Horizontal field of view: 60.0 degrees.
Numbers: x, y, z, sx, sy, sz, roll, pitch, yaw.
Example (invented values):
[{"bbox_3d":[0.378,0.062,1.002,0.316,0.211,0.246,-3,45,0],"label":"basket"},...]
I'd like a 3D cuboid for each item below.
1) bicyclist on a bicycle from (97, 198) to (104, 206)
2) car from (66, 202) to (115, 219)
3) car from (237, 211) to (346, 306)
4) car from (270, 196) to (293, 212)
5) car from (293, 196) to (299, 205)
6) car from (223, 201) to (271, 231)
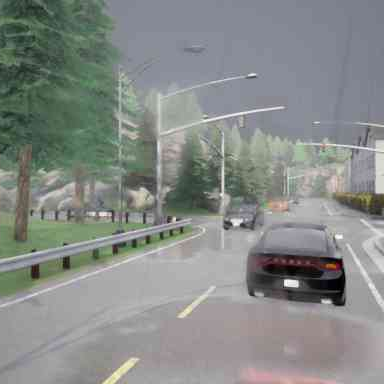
[{"bbox_3d":[-10.098,1.417,36.692,0.582,1.620,1.656,-2,5,20],"label":"bicyclist on a bicycle"},{"bbox_3d":[-8.744,1.579,28.671,4.181,1.385,1.994,0,0,20],"label":"car"},{"bbox_3d":[2.648,1.478,8.243,1.882,1.535,5.008,0,0,21],"label":"car"},{"bbox_3d":[10.320,1.352,38.988,2.097,1.767,4.553,0,0,21],"label":"car"},{"bbox_3d":[17.482,1.493,57.795,2.128,1.511,4.902,0,0,21],"label":"car"},{"bbox_3d":[3.271,1.496,20.372,2.128,1.511,4.902,0,0,21],"label":"car"}]
